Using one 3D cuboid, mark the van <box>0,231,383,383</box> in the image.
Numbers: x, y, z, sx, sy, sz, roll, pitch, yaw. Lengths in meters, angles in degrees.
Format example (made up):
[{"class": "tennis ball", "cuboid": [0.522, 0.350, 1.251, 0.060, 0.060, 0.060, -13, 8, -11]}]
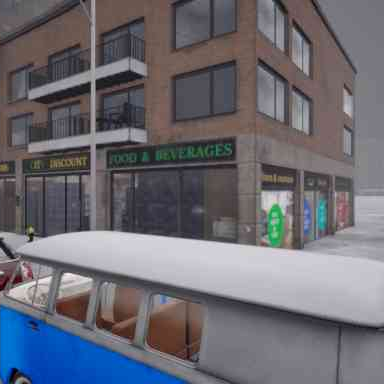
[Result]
[{"class": "van", "cuboid": [-0.190, 1.341, 2.980, 3.998, 1.788, 1.690, 0, 0, 35]}]
